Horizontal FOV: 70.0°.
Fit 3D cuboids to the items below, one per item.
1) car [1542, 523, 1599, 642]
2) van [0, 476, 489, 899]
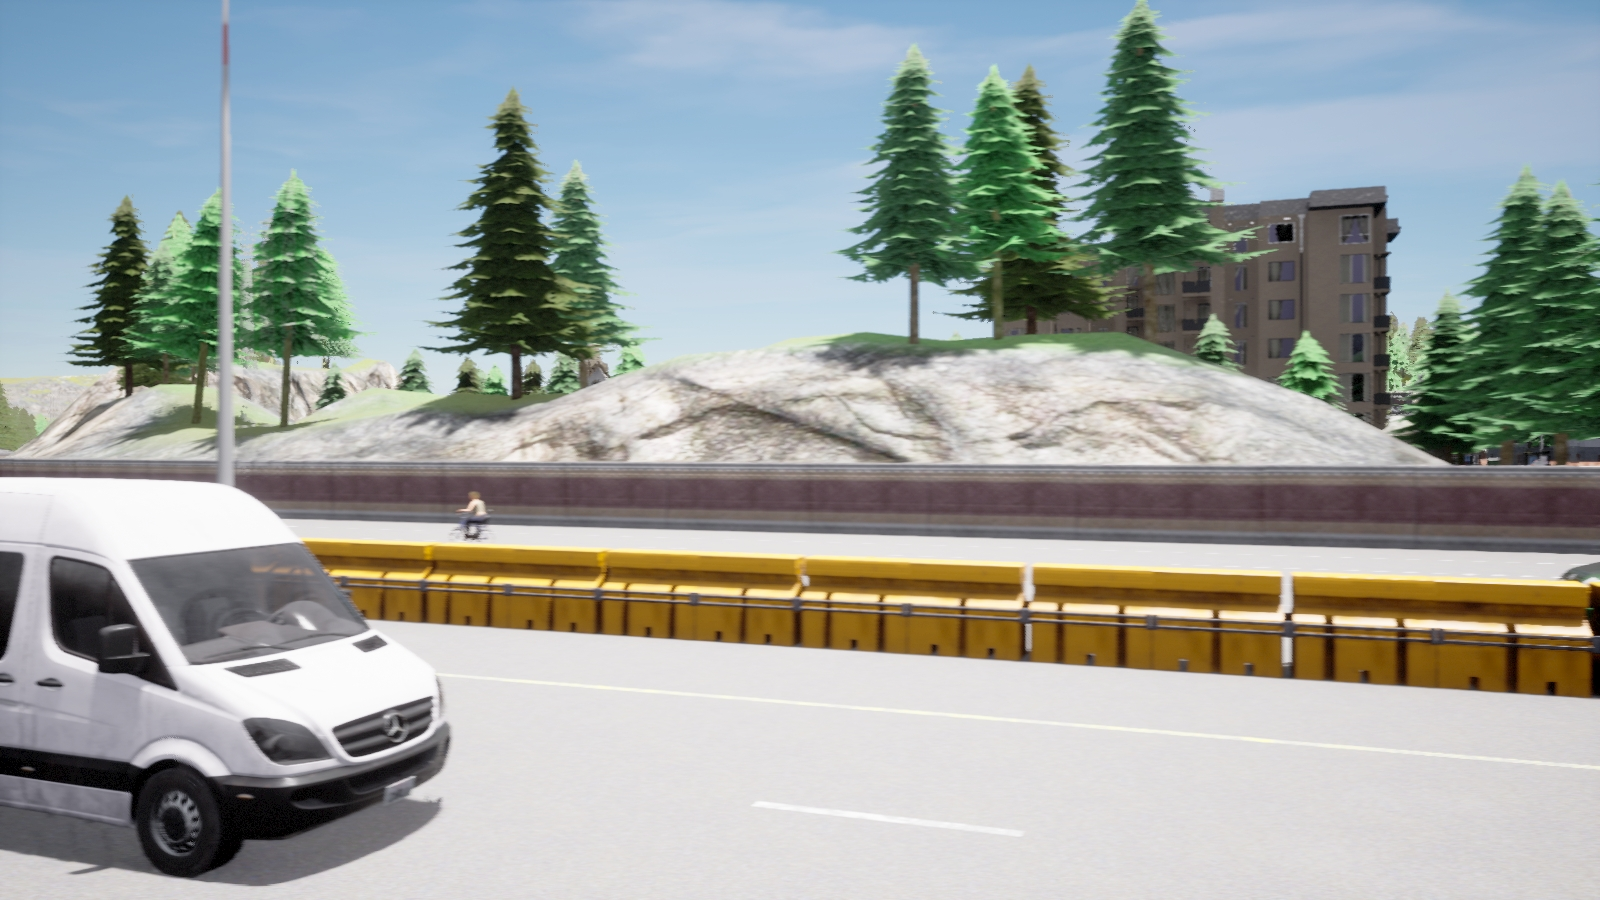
[{"bbox_3d":[13.593,2.001,16.989,3.988,1.617,1.851,0,0,20],"label":"car"},{"bbox_3d":[-5.569,1.528,9.040,5.915,2.561,1.988,0,0,20],"label":"van"}]
